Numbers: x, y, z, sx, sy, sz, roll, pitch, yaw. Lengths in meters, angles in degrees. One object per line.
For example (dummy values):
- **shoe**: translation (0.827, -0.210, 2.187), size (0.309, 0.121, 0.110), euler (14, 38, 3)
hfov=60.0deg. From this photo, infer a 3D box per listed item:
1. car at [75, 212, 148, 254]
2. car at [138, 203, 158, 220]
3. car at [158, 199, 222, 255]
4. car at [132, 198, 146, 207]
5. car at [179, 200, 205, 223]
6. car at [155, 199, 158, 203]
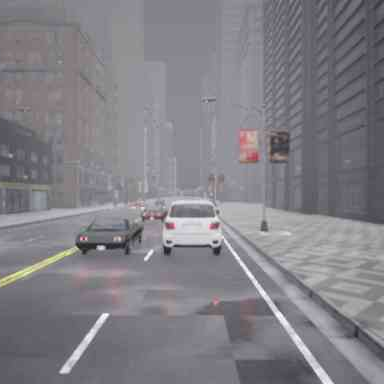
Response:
- **car**: translation (-3.241, 1.731, 14.104), size (1.895, 1.301, 4.718), euler (0, 0, 0)
- **car**: translation (-3.233, 1.866, 29.104), size (1.895, 1.301, 4.718), euler (0, 0, 0)
- **car**: translation (0.009, 1.346, 14.004), size (2.150, 2.045, 5.566), euler (0, 0, 0)
- **car**: translation (-9.766, 1.908, 61.930), size (2.097, 1.767, 4.553), euler (0, -1, 1)
- **car**: translation (0.017, 1.615, 29.074), size (2.097, 1.767, 4.553), euler (0, -1, 0)
- **car**: translation (-6.463, 2.158, 68.169), size (2.033, 1.411, 5.357), euler (0, -1, 0)
